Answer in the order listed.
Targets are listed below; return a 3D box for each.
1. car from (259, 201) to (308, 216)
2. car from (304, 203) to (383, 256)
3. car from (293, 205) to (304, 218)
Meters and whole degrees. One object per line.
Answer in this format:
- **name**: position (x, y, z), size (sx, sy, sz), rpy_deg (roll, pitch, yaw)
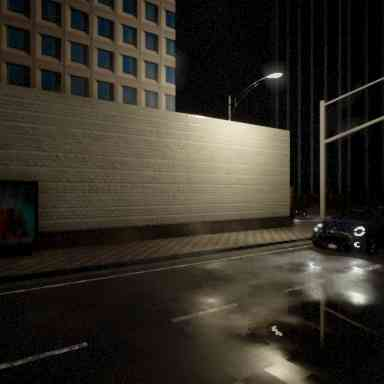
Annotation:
- **car**: position (9.324, 1.656, 34.302), size (1.895, 1.301, 4.718), rpy_deg (0, 0, -36)
- **car**: position (6.831, 1.351, 13.194), size (4.553, 1.767, 2.097), rpy_deg (0, 0, -36)
- **car**: position (8.123, 1.581, 29.977), size (1.812, 1.442, 4.674), rpy_deg (0, 0, -36)
